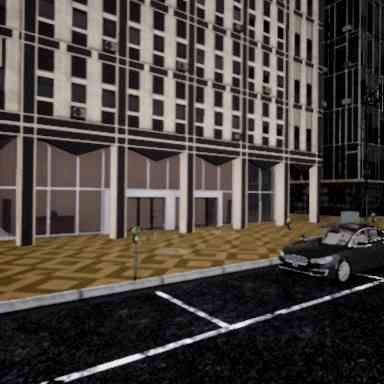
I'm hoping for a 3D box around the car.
[{"bbox_3d":[4.389,1.614,9.687,4.403,1.369,2.008,0,0,-36],"label":"car"}]
